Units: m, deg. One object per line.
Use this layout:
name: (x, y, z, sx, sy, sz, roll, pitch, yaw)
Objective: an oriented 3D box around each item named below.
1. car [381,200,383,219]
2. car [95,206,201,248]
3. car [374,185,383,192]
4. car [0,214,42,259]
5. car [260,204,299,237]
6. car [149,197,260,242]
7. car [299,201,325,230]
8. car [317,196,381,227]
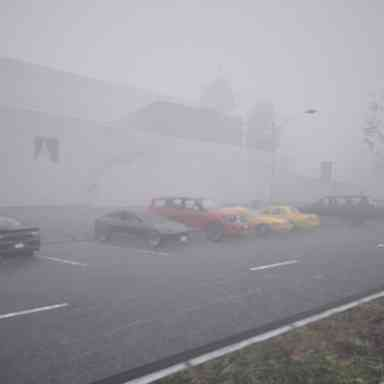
car: (14.837, 1.447, 27.009, 4.553, 1.767, 2.185, -1, -1, 35)
car: (-2.291, 1.526, 14.860, 4.792, 1.488, 2.163, -1, -1, 35)
car: (47.494, -0.489, 82.641, 2.231, 1.521, 4.892, 7, 3, 35)
car: (-7.209, 1.492, 11.394, 5.008, 1.535, 2.097, -1, -1, 35)
car: (2.733, 1.501, 18.243, 5.366, 1.575, 1.946, -1, -1, 35)
car: (0.156, 1.250, 16.603, 5.566, 2.045, 2.435, -1, -1, 35)
car: (4.870, 1.515, 20.185, 5.366, 1.575, 1.946, -1, -1, 35)
car: (9.890, 1.288, 23.569, 5.566, 2.045, 2.435, -1, -1, 35)
